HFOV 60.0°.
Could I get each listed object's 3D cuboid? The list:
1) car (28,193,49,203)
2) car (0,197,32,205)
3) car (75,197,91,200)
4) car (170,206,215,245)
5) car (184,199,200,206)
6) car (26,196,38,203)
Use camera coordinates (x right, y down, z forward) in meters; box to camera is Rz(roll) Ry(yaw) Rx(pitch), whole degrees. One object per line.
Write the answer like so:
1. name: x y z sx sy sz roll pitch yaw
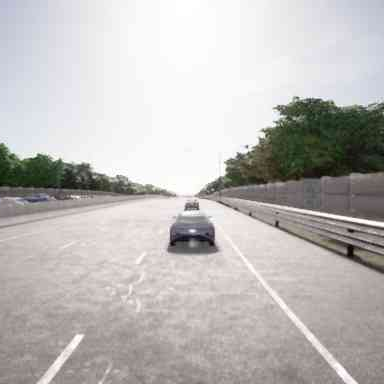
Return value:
1. car: -24.498 1.228 52.212 2.150 2.045 5.566 0 0 0
2. car: -17.575 1.535 31.793 1.812 1.442 4.674 0 0 0
3. car: -17.494 1.491 53.538 2.128 1.511 4.902 0 0 0
4. car: 0.014 1.569 15.593 1.994 1.385 4.181 0 0 0
5. car: 0.009 1.544 42.234 2.033 1.411 5.357 0 0 0
6. car: -21.025 1.555 39.735 2.033 1.411 5.357 0 0 1
